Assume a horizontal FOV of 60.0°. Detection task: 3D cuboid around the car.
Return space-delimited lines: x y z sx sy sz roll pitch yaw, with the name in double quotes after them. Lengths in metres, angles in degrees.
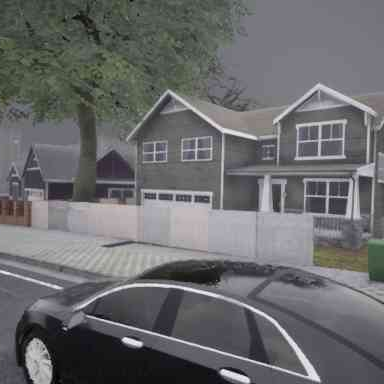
0.033 1.503 3.535 4.892 1.490 1.837 0 0 35 "car"
